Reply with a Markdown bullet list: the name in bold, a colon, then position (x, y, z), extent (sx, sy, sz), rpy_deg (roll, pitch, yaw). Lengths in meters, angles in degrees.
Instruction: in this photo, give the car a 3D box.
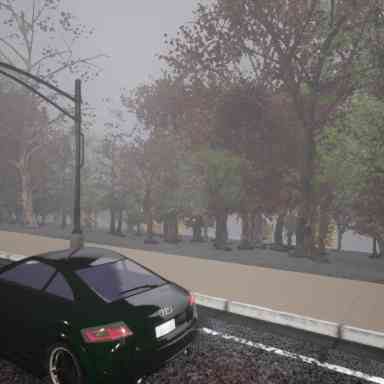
- **car**: position (-1.939, 1.563, 5.069), extent (4.181, 1.385, 1.994), rpy_deg (0, 0, 36)
